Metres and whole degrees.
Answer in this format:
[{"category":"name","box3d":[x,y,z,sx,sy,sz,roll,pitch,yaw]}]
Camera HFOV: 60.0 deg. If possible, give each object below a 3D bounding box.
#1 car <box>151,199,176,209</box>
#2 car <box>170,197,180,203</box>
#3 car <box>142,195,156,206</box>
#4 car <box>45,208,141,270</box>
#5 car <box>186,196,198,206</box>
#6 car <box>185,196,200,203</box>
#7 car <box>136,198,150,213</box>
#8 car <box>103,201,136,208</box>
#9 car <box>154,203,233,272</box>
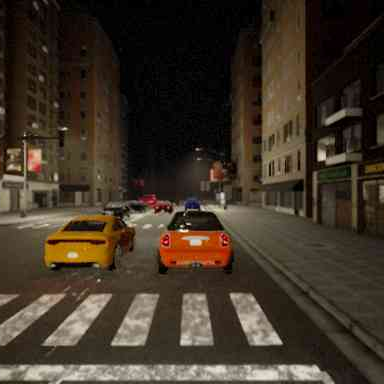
[{"category":"car","box3d":[-3.177,1.750,38.376,1.895,1.301,4.718,0,0,0]},{"category":"car","box3d":[-3.286,1.751,60.830,1.837,1.490,4.892,0,0,0]},{"category":"car","box3d":[-6.535,1.420,50.061,2.150,2.045,5.566,0,0,0]},{"category":"car","box3d":[-3.154,1.520,11.269,1.882,1.535,5.008,0,0,0]},{"category":"car","box3d":[-0.019,1.605,62.852,2.097,1.767,4.553,0,0,0]},{"category":"car","box3d":[0.071,1.646,42.771,1.882,1.535,5.008,0,0,0]},{"category":"car","box3d":[-6.602,1.755,39.463,1.895,1.301,4.718,0,0,1]},{"category":"car","box3d":[-6.616,1.604,29.267,2.128,1.511,4.902,0,0,0]},{"category":"car","box3d":[0.094,1.392,11.060,2.097,1.767,4.553,0,0,0]}]
